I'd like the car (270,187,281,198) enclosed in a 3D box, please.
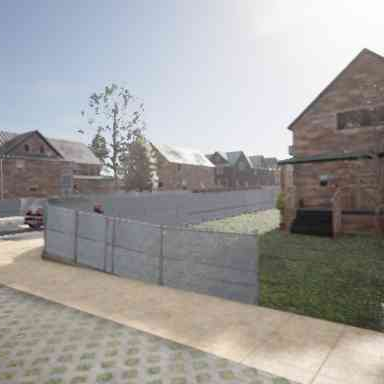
[{"bbox_3d":[11.776,0.031,43.159,2.033,1.411,5.357,-1,1,37],"label":"car"}]

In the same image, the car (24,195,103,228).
[{"bbox_3d":[-6.605,0.942,18.226,2.097,1.767,4.553,-1,1,36],"label":"car"}]

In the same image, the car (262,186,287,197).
[{"bbox_3d":[12.068,-0.046,48.289,1.994,1.385,4.181,-1,1,36],"label":"car"}]
